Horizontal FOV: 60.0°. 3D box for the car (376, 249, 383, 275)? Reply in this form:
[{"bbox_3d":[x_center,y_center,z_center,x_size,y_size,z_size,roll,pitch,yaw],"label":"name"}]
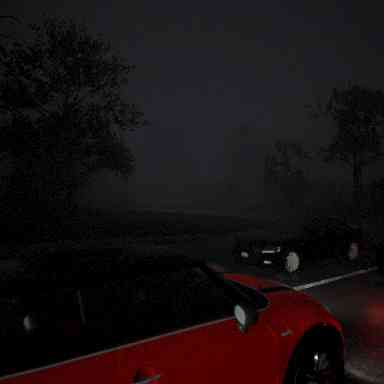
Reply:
[{"bbox_3d":[6.750,1.602,8.528,4.718,1.301,1.895,0,0,-36],"label":"car"}]

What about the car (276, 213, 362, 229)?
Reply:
[{"bbox_3d":[3.519,1.478,10.739,5.008,1.535,1.882,0,0,-35],"label":"car"}]

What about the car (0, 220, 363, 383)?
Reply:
[{"bbox_3d":[-0.454,1.352,3.396,4.553,1.767,2.097,0,0,-35],"label":"car"}]
